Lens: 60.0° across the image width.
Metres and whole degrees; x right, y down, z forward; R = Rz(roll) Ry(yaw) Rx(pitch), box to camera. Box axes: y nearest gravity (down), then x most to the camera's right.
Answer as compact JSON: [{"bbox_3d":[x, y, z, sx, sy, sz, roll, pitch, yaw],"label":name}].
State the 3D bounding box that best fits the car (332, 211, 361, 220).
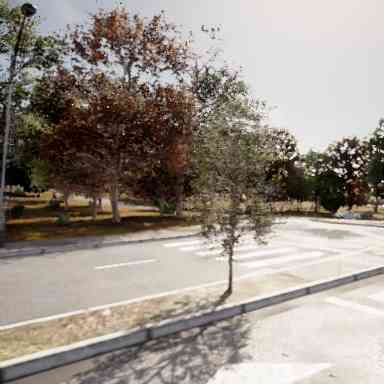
[{"bbox_3d":[25.474,3.895,54.768,4.674,1.442,1.812,4,-3,-11],"label":"car"}]
